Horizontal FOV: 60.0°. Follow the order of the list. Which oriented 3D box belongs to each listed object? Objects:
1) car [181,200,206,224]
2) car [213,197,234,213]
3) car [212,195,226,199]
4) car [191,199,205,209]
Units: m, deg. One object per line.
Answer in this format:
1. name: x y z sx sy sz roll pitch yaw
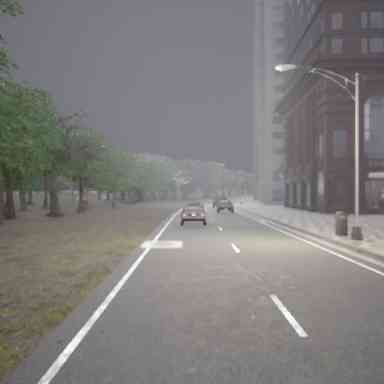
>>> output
1. car: 0.108 1.606 24.977 2.033 1.411 5.357 0 0 0
2. car: 3.814 1.644 38.936 1.837 1.490 4.892 0 -1 2
3. car: 4.243 1.436 50.695 2.150 2.045 5.566 0 0 4
4. car: 0.923 1.818 51.552 1.895 1.301 4.718 0 0 4
